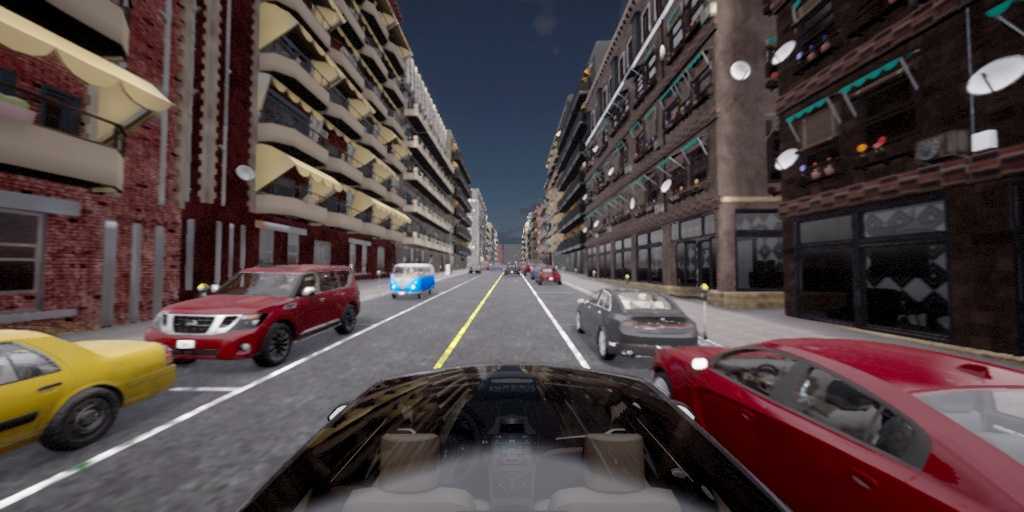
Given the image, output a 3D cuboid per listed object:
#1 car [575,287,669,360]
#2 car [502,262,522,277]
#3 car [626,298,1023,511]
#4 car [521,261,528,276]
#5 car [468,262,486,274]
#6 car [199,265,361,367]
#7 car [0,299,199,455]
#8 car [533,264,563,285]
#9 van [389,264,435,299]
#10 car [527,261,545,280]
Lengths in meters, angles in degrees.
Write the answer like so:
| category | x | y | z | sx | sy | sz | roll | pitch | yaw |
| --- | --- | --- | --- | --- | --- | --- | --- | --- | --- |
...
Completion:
| category | x | y | z | sx | sy | sz | roll | pitch | yaw |
| --- | --- | --- | --- | --- | --- | --- | --- | --- | --- |
| car | 2.565 | 1.375 | 8.275 | 2.007 | 1.370 | 4.403 | 0 | 0 | 0 |
| car | -0.009 | 1.791 | 45.240 | 1.812 | 1.442 | 4.674 | 0 | -1 | 0 |
| car | 2.567 | 1.307 | 2.744 | 1.888 | 1.381 | 4.507 | 0 | 0 | 0 |
| car | 2.515 | 1.630 | 46.985 | 2.192 | 1.841 | 5.009 | 0 | 0 | 0 |
| car | -5.335 | 1.959 | 52.573 | 1.948 | 1.339 | 4.313 | 0 | 0 | 0 |
| car | -5.317 | 1.141 | 8.335 | 2.192 | 1.841 | 5.009 | 0 | 0 | 0 |
| car | -5.315 | 1.288 | 2.633 | 1.751 | 1.417 | 4.829 | 0 | 0 | 0 |
| car | 3.012 | 1.615 | 29.911 | 1.812 | 1.442 | 4.674 | 0 | -1 | 0 |
| van | -5.322 | 1.298 | 19.392 | 1.690 | 1.789 | 3.998 | 0 | 0 | 0 |
| car | 2.973 | 1.533 | 36.885 | 2.097 | 1.767 | 4.553 | 0 | -1 | 0 |
